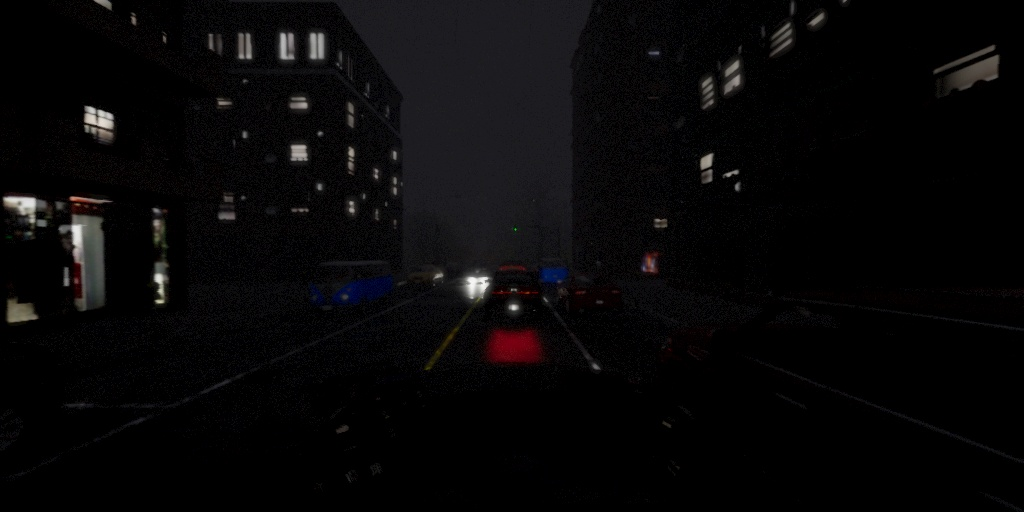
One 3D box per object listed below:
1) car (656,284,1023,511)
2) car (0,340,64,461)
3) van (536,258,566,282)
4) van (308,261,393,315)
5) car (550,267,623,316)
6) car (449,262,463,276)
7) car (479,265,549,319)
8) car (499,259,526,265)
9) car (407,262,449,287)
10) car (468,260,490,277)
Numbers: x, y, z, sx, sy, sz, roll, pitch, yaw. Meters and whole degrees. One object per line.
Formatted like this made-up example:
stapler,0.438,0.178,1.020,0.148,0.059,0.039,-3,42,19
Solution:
car,2.690,1.063,2.119,2.192,1.841,5.009,0,0,0
car,-5.691,1.315,2.069,1.948,1.339,4.313,0,0,0
van,2.688,1.025,24.216,1.690,1.789,3.998,0,0,0
van,-5.692,1.058,13.118,1.690,1.789,3.998,0,0,0
car,2.688,1.262,13.167,1.888,1.381,4.507,0,0,0
car,-5.791,1.233,35.209,1.802,1.307,4.207,0,0,0
car,0.066,1.223,12.674,1.837,1.490,4.892,0,0,0
car,0.065,1.026,27.588,2.097,1.767,4.553,0,0,0
car,-5.693,1.210,23.997,1.751,1.417,4.829,0,0,0
car,-3.072,1.146,34.474,2.128,1.511,4.902,0,0,0
